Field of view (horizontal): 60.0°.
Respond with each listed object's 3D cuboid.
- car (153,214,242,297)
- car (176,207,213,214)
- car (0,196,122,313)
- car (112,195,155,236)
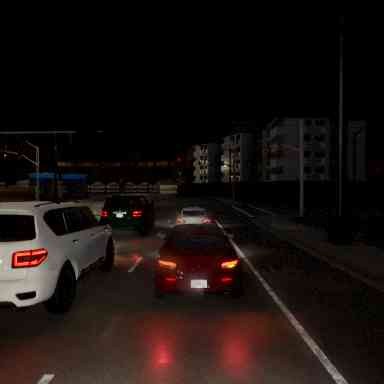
[{"bbox_3d":[0.118,1.521,8.423,1.812,1.442,4.674,0,0,0],"label":"car"},{"bbox_3d":[0.112,1.490,17.510,1.812,1.442,4.674,0,0,1],"label":"car"},{"bbox_3d":[-3.385,1.218,7.780,2.150,2.045,5.566,0,0,0],"label":"car"},{"bbox_3d":[-3.355,1.179,18.139,2.150,2.045,5.566,0,0,0],"label":"car"}]
